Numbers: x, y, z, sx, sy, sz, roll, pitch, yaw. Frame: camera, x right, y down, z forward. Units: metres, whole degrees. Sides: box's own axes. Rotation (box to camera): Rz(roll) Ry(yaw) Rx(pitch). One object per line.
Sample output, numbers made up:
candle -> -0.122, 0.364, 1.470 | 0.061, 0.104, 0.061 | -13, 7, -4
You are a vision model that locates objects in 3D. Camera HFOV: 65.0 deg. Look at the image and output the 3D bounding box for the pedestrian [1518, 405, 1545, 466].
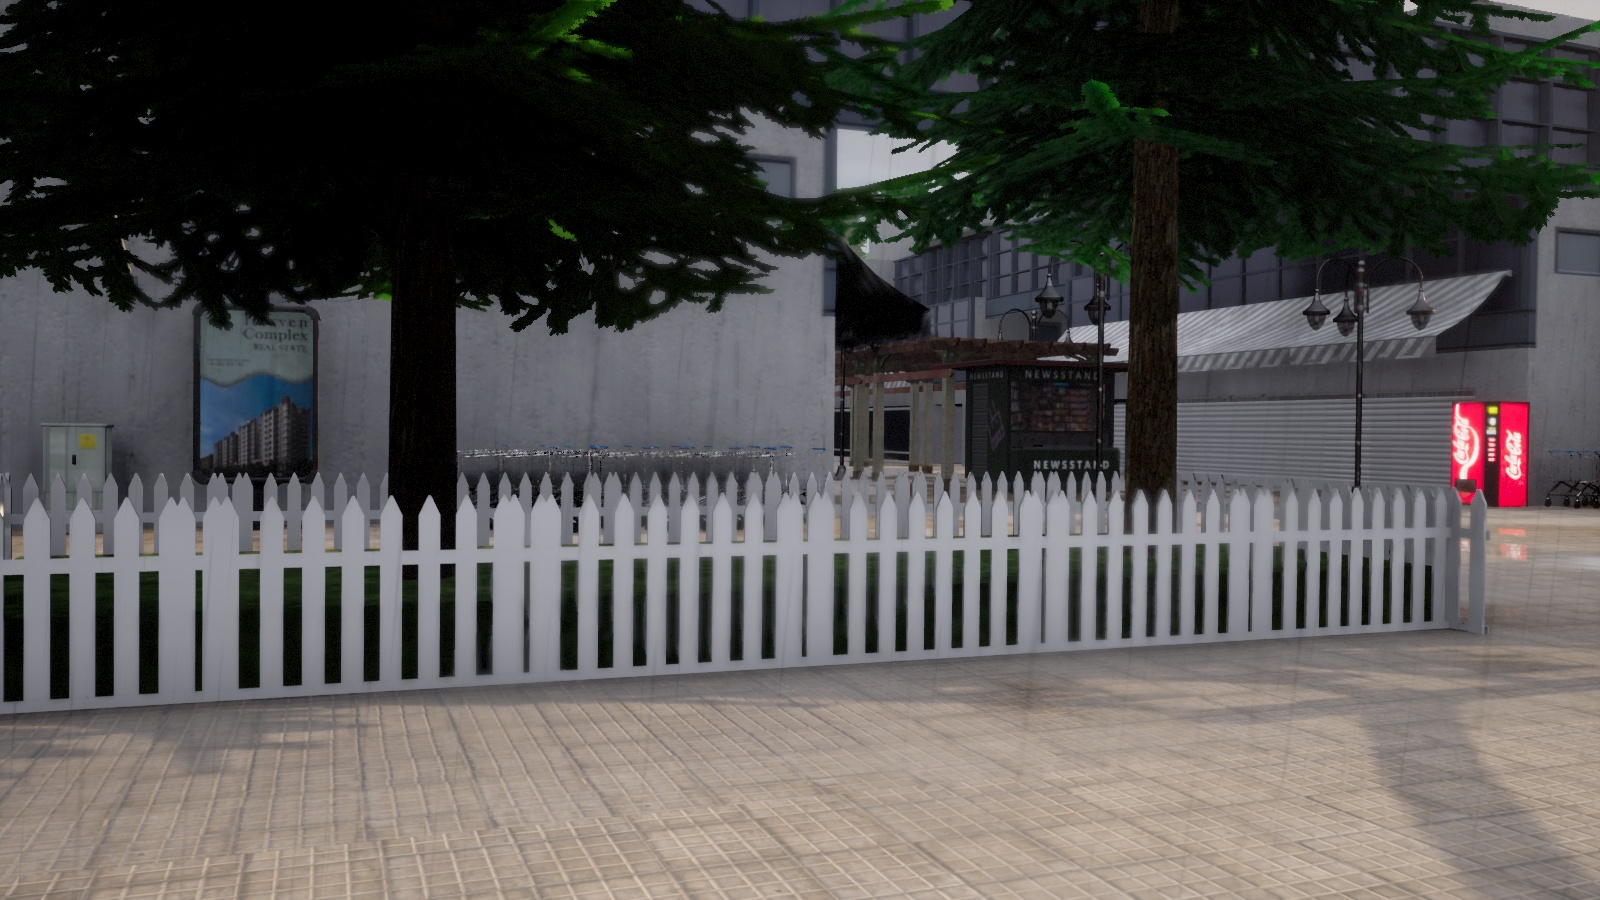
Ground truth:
pedestrian -> 23.422, -0.469, 40.222 | 0.423, 1.949, 0.788 | -1, 1, 4
